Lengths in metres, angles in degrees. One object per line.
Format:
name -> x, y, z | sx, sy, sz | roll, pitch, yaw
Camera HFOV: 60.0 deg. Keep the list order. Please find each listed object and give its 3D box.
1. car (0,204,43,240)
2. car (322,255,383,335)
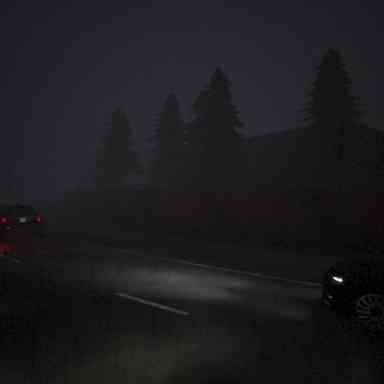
car -> -9.815, 1.447, 18.007 | 2.097, 1.767, 4.553 | 0, -1, -43
car -> 4.613, 1.500, 5.078 | 4.902, 1.511, 2.128 | 0, 0, 36
